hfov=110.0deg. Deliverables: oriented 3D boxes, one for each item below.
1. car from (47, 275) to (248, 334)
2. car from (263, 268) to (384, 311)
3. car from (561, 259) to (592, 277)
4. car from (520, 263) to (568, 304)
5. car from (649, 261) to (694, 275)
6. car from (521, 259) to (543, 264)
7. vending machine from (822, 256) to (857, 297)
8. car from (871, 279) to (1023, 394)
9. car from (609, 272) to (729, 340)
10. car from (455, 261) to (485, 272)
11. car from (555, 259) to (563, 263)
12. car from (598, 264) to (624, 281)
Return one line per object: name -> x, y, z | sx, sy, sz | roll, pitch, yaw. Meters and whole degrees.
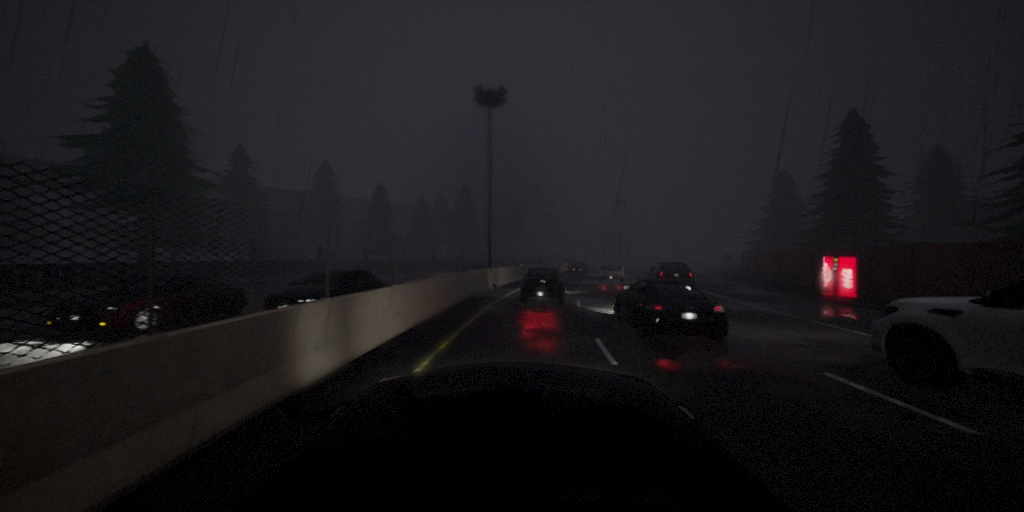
car -> -10.013, 1.252, 10.348 | 1.994, 1.385, 4.181 | 0, 0, 6
car -> -6.283, 1.206, 12.614 | 1.837, 1.490, 4.892 | 0, 0, 7
car -> 6.621, 1.267, 35.370 | 2.033, 1.411, 5.357 | 0, 0, 21
car -> 1.512, 1.235, 16.482 | 1.837, 1.490, 4.892 | 0, 0, 9
car -> 9.974, 1.110, 22.718 | 2.097, 1.767, 4.553 | 0, 0, 14
car -> 2.922, 1.179, 52.423 | 1.837, 1.490, 4.892 | 0, 0, 29
vending machine -> 15.696, 0.990, 17.213 | 1.100, 2.100, 0.880 | 0, 0, 12
car -> 7.202, 1.001, 3.731 | 2.150, 2.045, 5.566 | 0, 0, 2
car -> 4.187, 1.318, 10.073 | 1.994, 1.385, 4.181 | 0, 0, 5
car -> -5.123, 1.251, 44.032 | 1.895, 1.301, 4.718 | 0, 0, 23
car -> 7.770, 1.184, 53.798 | 2.128, 1.511, 4.902 | 0, 0, 31
car -> 8.184, 1.339, 29.299 | 1.895, 1.301, 4.718 | 0, 0, 18
